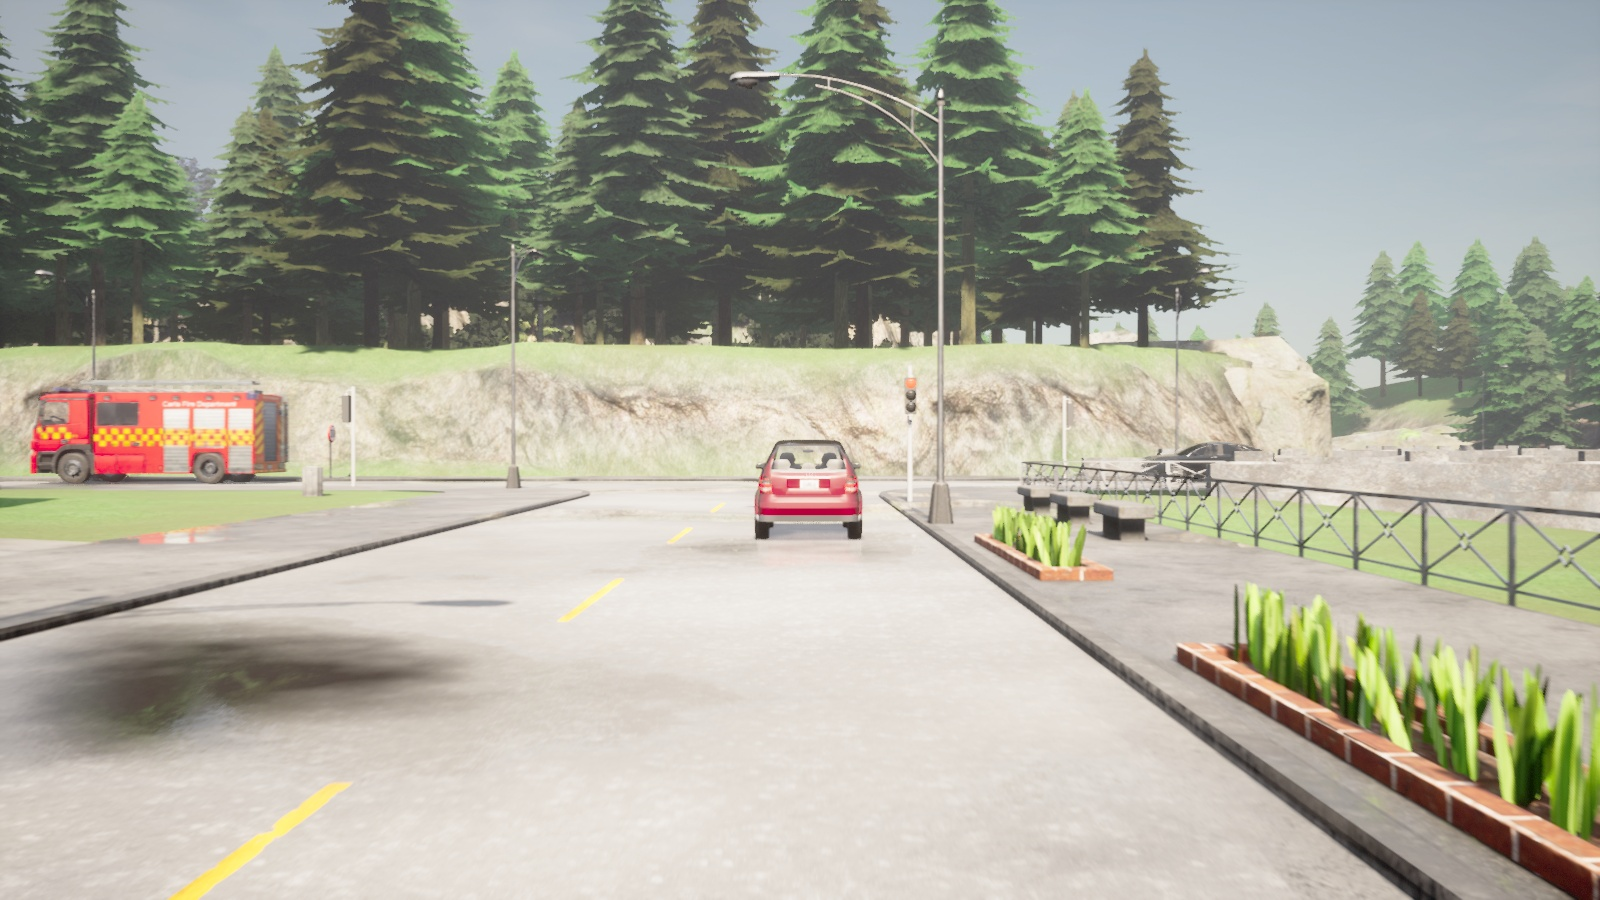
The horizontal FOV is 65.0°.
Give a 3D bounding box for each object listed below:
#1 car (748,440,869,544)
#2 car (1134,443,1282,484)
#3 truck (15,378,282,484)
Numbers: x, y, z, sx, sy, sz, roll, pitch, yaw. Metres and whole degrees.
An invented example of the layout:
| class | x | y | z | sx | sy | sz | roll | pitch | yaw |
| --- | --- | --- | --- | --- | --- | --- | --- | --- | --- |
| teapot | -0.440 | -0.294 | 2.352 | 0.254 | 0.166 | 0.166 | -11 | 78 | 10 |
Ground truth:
| class | x | y | z | sx | sy | sz | roll | pitch | yaw |
| --- | --- | --- | --- | --- | --- | --- | --- | --- | --- |
| car | 0.134 | 0.609 | 20.578 | 1.789 | 1.549 | 3.705 | 0 | 0 | 0 |
| car | 15.115 | 0.500 | 46.716 | 4.892 | 1.490 | 1.837 | 0 | 0 | 0 |
| truck | -24.219 | -0.702 | 46.964 | 8.468 | 3.827 | 2.891 | 0 | 0 | 1 |
